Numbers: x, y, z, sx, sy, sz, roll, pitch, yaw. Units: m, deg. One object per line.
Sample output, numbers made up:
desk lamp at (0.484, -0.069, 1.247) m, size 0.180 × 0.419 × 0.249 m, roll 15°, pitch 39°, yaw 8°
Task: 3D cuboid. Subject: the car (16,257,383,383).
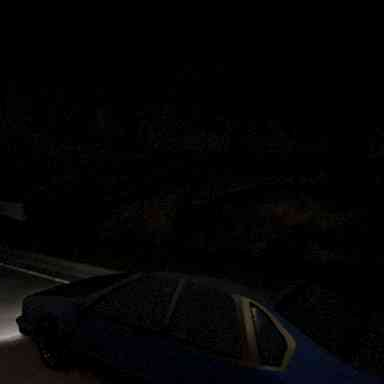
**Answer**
car at (0.097, 1.545, 3.928) m, size 5.357 × 1.411 × 2.033 m, roll 0°, pitch 0°, yaw 36°
